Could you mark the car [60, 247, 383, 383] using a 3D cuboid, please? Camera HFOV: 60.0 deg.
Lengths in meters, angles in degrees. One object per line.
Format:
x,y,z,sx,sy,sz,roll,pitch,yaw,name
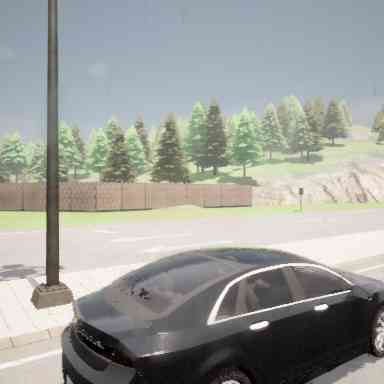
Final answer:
0.891,1.503,4.387,4.892,1.490,1.837,1,0,-35,car
